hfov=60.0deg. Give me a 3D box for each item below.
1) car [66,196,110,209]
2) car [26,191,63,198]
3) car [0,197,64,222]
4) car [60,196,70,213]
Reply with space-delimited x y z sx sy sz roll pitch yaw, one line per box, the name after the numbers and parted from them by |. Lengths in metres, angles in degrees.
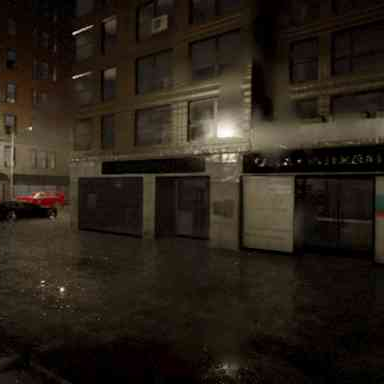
-11.467 1.123 36.858 1.947 1.339 4.313 1 1 36 | car
-14.763 0.872 32.254 2.192 1.841 5.009 1 1 36 | car
-11.546 1.271 22.980 1.947 1.339 4.313 1 1 36 | car
-8.246 1.257 27.581 2.008 1.369 4.403 1 1 36 | car
